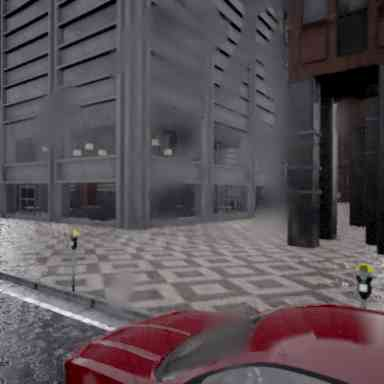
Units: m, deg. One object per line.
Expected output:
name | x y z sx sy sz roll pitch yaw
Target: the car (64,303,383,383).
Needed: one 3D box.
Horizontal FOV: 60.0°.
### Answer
car | 0.900 1.544 2.318 4.507 1.381 1.887 0 0 35
